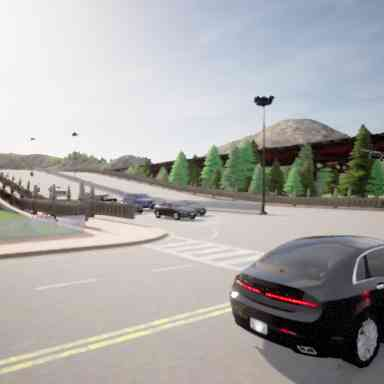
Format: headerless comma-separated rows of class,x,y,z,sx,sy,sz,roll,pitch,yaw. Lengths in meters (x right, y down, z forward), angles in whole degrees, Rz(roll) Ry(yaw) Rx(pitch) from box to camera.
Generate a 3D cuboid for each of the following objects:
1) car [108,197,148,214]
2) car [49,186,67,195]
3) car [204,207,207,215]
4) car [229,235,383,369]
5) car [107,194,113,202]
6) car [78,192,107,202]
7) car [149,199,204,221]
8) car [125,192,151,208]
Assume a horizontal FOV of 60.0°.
car,-6.833,1.564,35.394,1.994,1.385,4.181,0,1,-37
car,-22.984,-0.339,56.969,1.895,1.301,4.718,0,7,-37
car,-0.505,1.547,32.854,1.837,1.490,4.892,0,0,-37
car,2.839,1.520,5.798,4.892,1.490,1.837,0,0,-36
car,-12.569,0.949,48.792,1.895,1.301,4.718,0,4,-37
car,-13.562,0.901,44.292,2.097,1.767,4.553,0,4,-37
car,-1.447,1.544,28.308,1.837,1.490,4.892,0,0,-37
car,-6.442,1.128,40.675,2.150,2.045,5.566,0,2,-36
